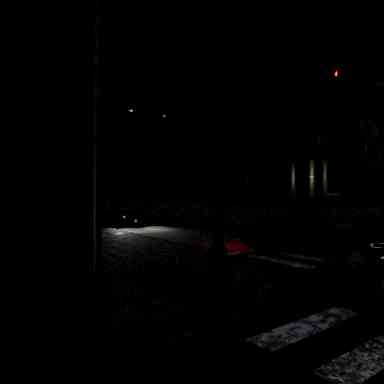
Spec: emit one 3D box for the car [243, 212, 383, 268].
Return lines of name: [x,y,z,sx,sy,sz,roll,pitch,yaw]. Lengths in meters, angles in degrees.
car: [4.166,1.480,11.525,5.008,1.535,1.882,0,0,41]

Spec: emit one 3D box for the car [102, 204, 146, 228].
car: [-4.882,1.532,22.742,1.812,1.442,4.674,0,0,-36]
